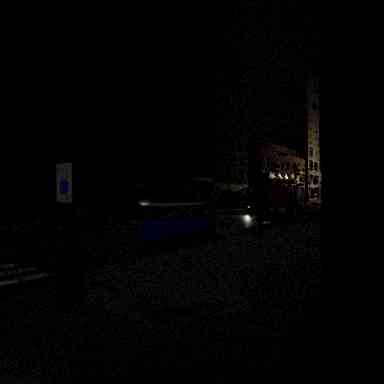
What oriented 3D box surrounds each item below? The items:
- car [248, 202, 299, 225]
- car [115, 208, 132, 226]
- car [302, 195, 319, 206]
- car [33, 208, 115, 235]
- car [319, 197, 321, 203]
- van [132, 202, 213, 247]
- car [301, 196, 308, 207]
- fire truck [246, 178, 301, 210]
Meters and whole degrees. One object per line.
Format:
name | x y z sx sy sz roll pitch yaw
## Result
car | 6.055 1.616 24.303 1.802 1.307 4.206 -1 0 36
car | -3.782 1.671 24.360 1.887 1.381 4.507 -1 -1 36
car | 19.405 1.436 56.675 2.192 1.841 5.009 -1 0 36
car | -7.094 1.676 19.744 2.008 1.369 4.403 -1 -1 36
car | 26.032 1.557 65.906 1.967 1.590 4.097 -1 0 36
van | -0.572 1.372 15.074 1.690 1.788 3.998 -1 -1 36
car | 16.095 1.689 52.057 1.947 1.339 4.313 -1 0 36
fire truck | 9.352 0.432 38.179 2.891 3.827 8.468 -1 0 36
